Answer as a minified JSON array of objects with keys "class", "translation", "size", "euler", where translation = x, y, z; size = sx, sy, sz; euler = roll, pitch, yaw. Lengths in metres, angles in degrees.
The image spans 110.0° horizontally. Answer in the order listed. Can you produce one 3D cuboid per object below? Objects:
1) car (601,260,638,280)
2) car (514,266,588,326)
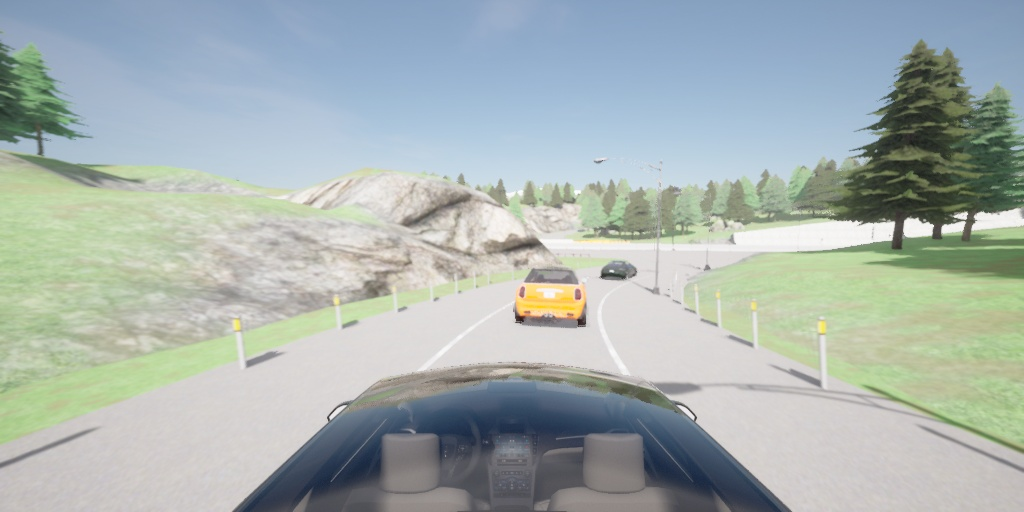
[{"class":"car","translation":[8.605,1.037,28.576],"size":[1.994,1.385,4.181],"euler":[3,4,33]},{"class":"car","translation":[1.454,1.111,12.111],"size":[2.097,1.767,4.553],"euler":[1,0,11]}]
